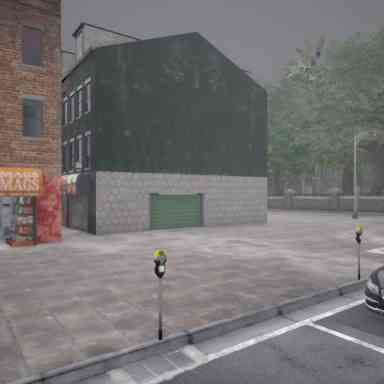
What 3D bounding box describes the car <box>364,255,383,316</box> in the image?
[{"bbox_3d":[5.046,1.551,6.424,4.403,1.369,2.008,0,0,-36],"label":"car"}]
